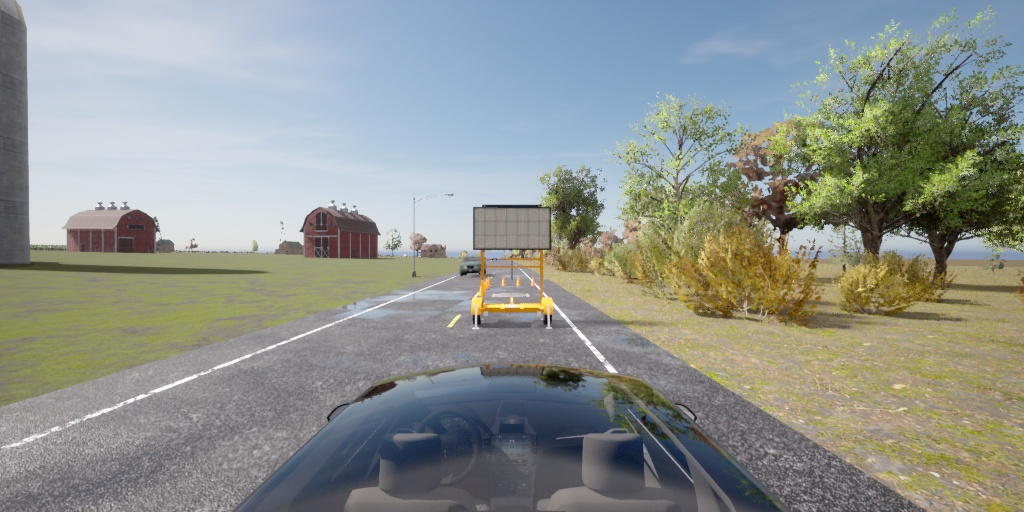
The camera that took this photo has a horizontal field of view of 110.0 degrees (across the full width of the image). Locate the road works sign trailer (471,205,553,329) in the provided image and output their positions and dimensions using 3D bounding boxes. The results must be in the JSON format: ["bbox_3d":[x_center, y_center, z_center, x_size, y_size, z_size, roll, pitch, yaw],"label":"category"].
[{"bbox_3d":[0.000,0.213,11.192,2.380,3.560,2.880,0,0,0],"label":"road works sign trailer"}]

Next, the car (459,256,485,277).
[{"bbox_3d":[-3.808,0.968,35.272,2.150,2.045,5.566,0,0,-1],"label":"car"}]
